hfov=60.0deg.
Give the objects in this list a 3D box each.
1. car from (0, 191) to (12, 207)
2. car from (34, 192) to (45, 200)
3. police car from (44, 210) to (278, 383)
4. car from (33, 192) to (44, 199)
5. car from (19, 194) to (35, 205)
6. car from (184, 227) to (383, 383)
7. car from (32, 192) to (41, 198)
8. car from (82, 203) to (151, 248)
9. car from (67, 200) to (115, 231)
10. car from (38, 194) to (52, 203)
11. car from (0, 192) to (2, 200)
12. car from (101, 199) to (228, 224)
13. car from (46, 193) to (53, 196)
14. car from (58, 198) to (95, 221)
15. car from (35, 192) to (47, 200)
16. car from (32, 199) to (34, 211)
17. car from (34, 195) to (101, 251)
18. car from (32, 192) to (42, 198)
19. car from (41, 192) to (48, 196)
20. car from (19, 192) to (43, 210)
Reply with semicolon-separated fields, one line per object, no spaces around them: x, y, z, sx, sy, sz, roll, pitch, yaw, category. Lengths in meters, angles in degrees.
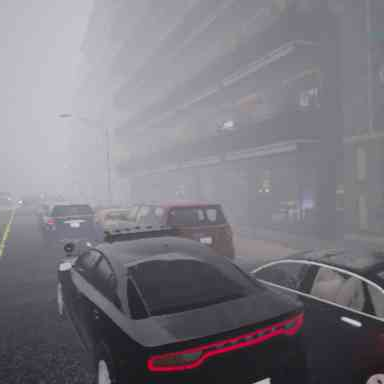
-24.595;0.903;43.025;2.150;2.045;5.566;-2;1;-27;car
-31.964;0.810;69.786;1.887;1.381;4.507;-1;1;-27;car
-0.754;1.326;4.854;1.930;1.638;5.238;-2;1;-29;police car
-34.562;0.769;74.826;2.008;1.369;4.403;-1;1;-27;car
-24.315;1.102;49.054;1.994;1.385;4.181;-2;1;-27;car
1.809;1.397;4.258;2.008;1.369;4.403;-1;1;-27;car
-39.757;0.666;84.907;1.887;1.381;4.507;-1;1;-27;car
-3.465;1.286;14.491;1.752;1.417;4.829;-1;1;-27;car
-5.985;1.263;19.381;1.887;1.381;4.507;-1;1;-27;car
-24.169;0.989;54.668;1.802;1.307;4.206;-1;1;-27;car
-44.637;0.891;76.089;1.967;1.590;4.097;-1;1;-27;car
-0.793;1.119;9.296;2.192;1.841;5.009;-1;1;-27;car
-13.856;1.113;34.653;1.752;1.417;4.829;-1;1;-27;car
-8.583;1.220;24.421;1.887;1.381;4.507;-1;1;-27;car
-29.367;0.753;64.743;1.967;1.590;4.097;-1;1;-27;car
-7.908;1.282;19.060;1.837;1.490;4.892;-2;1;-27;car
-5.131;1.173;13.705;2.097;1.767;4.553;-2;1;-27;car
-37.159;0.721;79.867;2.008;1.369;4.403;-1;1;-27;car
-21.574;0.893;49.623;1.967;1.590;4.097;-1;1;-27;car
-18.548;1.130;37.906;2.128;1.511;4.902;-2;2;-27;car
